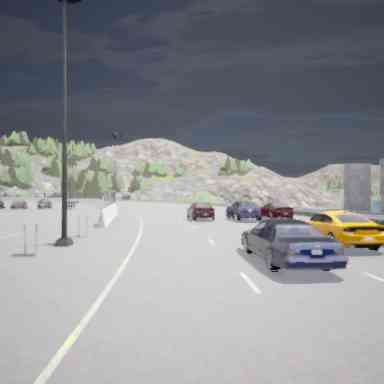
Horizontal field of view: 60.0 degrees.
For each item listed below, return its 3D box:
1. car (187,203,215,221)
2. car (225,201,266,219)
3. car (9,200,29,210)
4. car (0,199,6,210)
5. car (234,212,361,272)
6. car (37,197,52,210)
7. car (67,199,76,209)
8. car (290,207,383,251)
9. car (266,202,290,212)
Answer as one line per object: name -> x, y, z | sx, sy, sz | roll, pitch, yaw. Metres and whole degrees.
car -> 0.743, 1.688, 30.008 | 1.882, 1.535, 5.008 | 0, 0, -9
car -> 4.410, 1.551, 29.248 | 2.097, 1.767, 4.553 | 0, 0, -9
car -> -25.979, 1.914, 50.066 | 1.812, 1.442, 4.674 | 0, 0, -18
car -> -29.638, 1.745, 50.046 | 2.097, 1.767, 4.553 | 0, 0, -18
car -> 3.043, 1.622, 11.101 | 2.033, 1.411, 5.357 | 0, 0, -4
car -> -22.745, 1.885, 51.446 | 2.128, 1.511, 4.902 | 0, 0, -18
car -> -19.521, 1.924, 52.844 | 1.812, 1.442, 4.674 | 0, 0, -18
car -> 6.277, 1.572, 14.627 | 1.882, 1.535, 5.008 | 0, 0, -5
car -> 7.673, 1.685, 30.999 | 1.882, 1.535, 5.008 | 0, 0, -9
